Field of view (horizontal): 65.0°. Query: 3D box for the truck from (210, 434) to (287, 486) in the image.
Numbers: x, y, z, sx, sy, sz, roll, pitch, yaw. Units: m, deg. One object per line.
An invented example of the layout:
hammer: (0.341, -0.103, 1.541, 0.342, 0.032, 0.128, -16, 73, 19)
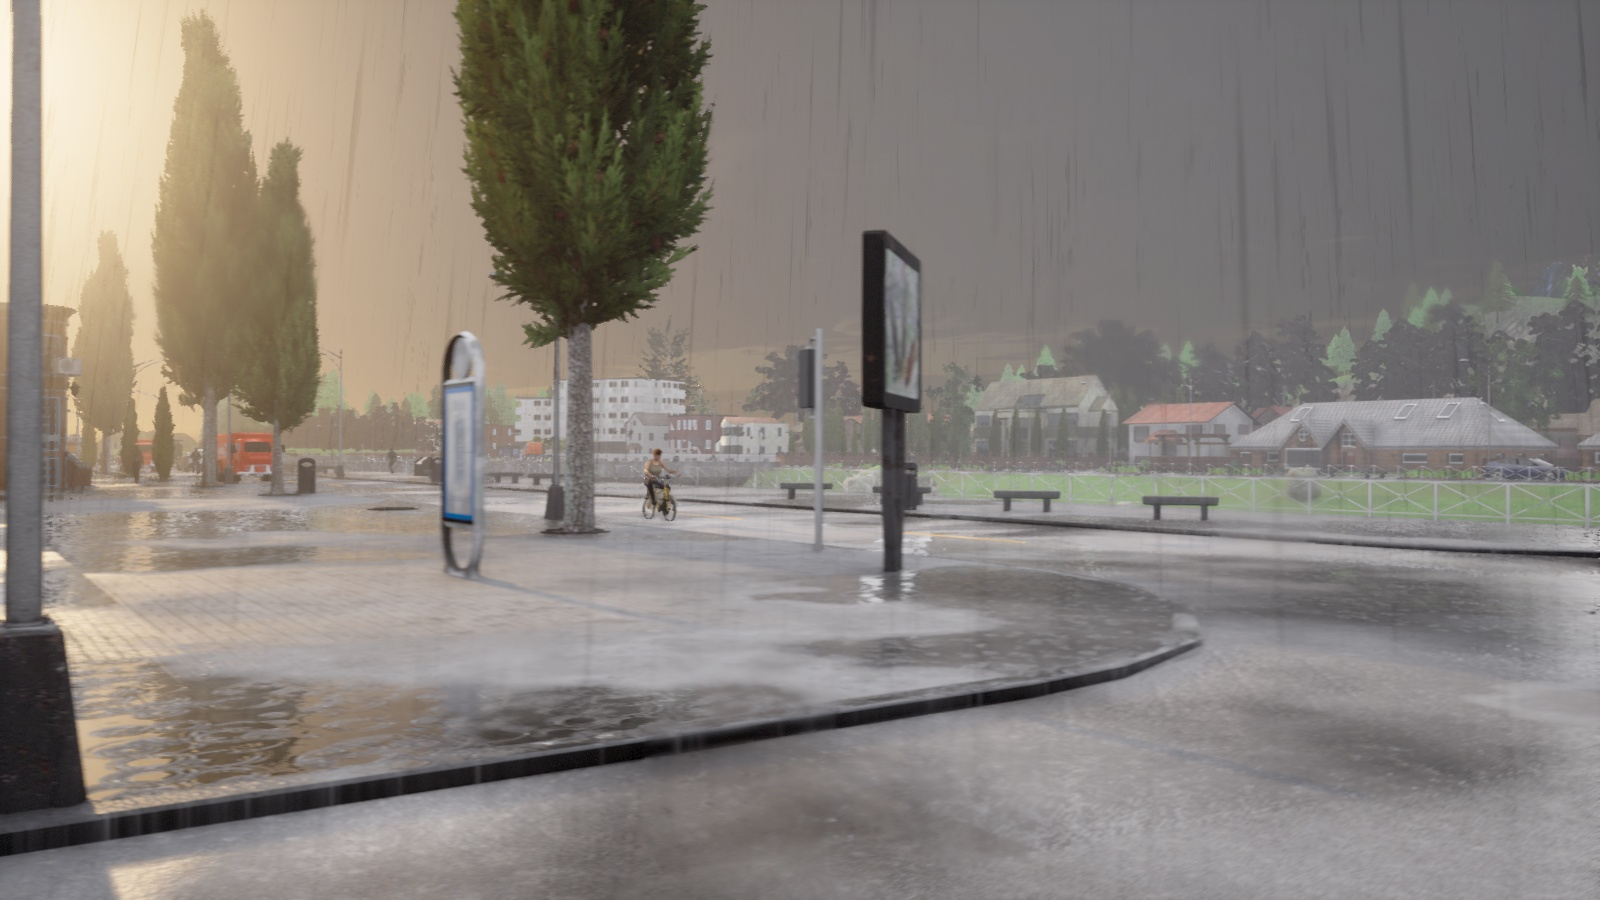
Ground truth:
truck: (-27.796, 0.494, 63.209, 2.627, 2.467, 5.204, 0, 0, -35)

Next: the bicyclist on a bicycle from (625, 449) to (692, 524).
bicyclist on a bicycle: (-3.142, 0.778, 27.745, 0.866, 1.612, 1.509, 0, 0, -35)

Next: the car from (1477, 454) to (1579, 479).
car: (43.673, 0.971, 75.419, 2.163, 1.488, 4.792, 0, 0, -35)

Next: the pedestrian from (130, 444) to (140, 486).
pedestrian: (-29.095, 0.657, 54.934, 0.331, 1.846, 0.634, 0, 0, -23)
